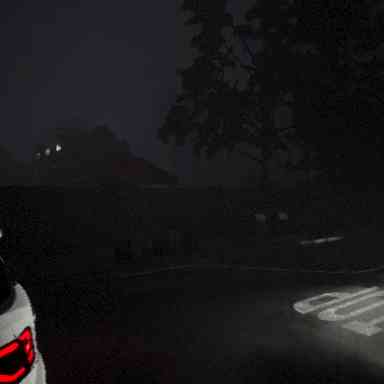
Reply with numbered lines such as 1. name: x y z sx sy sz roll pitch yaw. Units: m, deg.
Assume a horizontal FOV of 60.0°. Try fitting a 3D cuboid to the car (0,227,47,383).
1. car: -3.623 1.224 1.358 5.566 2.045 2.150 0 0 -36
